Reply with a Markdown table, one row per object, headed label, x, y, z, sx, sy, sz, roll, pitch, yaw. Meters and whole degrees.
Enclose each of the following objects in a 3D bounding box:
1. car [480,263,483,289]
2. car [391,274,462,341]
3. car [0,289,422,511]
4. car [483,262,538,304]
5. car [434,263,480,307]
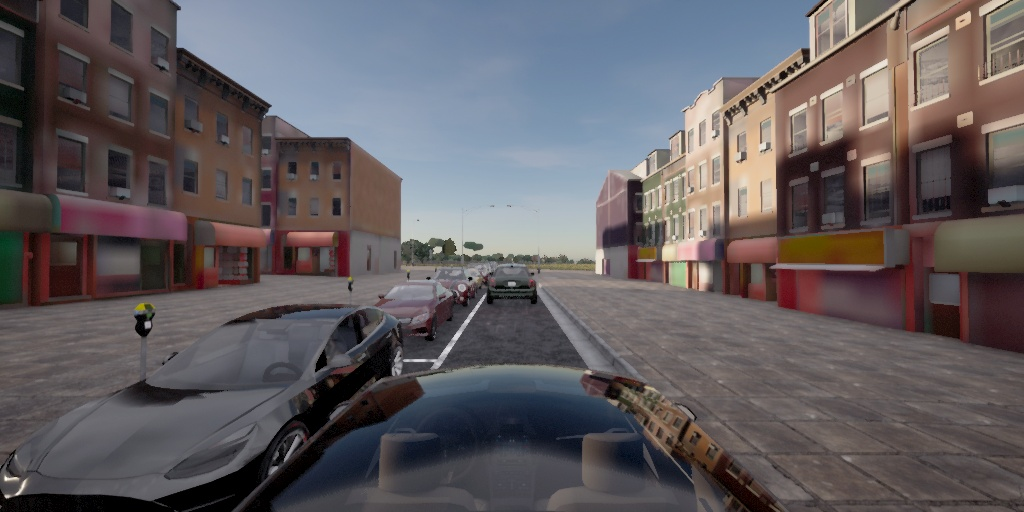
| label | x | y | z | sx | sy | sz | roll | pitch | yaw |
| --- | --- | --- | --- | --- | --- | --- | --- | --- | --- |
| car | -2.637 | 1.316 | 20.746 | 1.751 | 1.417 | 4.829 | 0 | 0 | 0 |
| car | -2.637 | 1.340 | 9.839 | 1.802 | 1.307 | 4.207 | 0 | 0 | 0 |
| car | -2.637 | 1.316 | 4.300 | 1.948 | 1.339 | 4.313 | 0 | 0 | 0 |
| car | 0.000 | 1.142 | 16.474 | 2.097 | 1.767 | 4.553 | 0 | 0 | 0 |
| car | -2.637 | 1.211 | 15.378 | 1.967 | 1.591 | 4.097 | 0 | 0 | 0 |
